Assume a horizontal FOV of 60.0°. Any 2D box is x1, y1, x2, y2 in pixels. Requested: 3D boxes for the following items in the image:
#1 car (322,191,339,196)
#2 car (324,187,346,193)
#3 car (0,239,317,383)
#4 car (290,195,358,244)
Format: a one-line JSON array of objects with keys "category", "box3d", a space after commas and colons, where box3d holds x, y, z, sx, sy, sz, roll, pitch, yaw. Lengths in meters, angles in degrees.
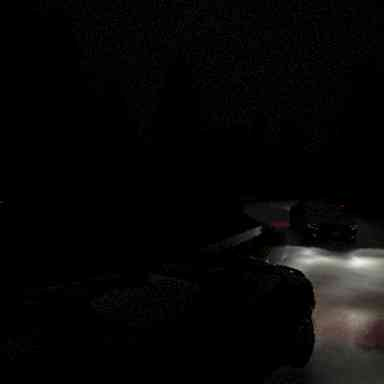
[{"category": "car", "box3d": [9.654, 0.913, 24.483, 2.033, 1.411, 5.357, 2, 2, 7]}, {"category": "car", "box3d": [18.338, 0.161, 42.412, 4.902, 1.511, 2.128, -2, 1, -44]}, {"category": "car", "box3d": [-0.100, 1.544, 3.943, 1.812, 1.442, 4.674, 0, 0, 43]}, {"category": "car", "box3d": [5.481, 1.129, 14.369, 1.882, 1.535, 5.008, 1, 2, 8]}]
